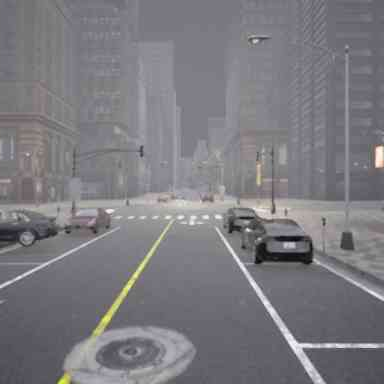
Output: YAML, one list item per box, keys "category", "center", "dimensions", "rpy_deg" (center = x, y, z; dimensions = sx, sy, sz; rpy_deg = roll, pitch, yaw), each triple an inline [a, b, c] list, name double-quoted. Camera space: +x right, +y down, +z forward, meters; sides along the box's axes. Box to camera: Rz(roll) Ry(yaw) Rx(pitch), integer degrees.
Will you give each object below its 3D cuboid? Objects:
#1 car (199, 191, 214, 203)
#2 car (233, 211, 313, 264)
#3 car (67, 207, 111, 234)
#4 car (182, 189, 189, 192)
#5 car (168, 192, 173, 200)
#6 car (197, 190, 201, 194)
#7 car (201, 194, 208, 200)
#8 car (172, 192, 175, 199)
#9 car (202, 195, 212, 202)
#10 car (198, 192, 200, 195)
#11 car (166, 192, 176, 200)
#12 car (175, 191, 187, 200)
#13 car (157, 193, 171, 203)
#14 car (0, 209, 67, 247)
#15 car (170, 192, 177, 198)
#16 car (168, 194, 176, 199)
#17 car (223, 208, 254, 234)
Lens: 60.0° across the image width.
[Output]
- category: "car"
  center: [3.010, 1.069, 62.199]
  dimensions: [2.192, 1.841, 5.009]
  rpy_deg: [0, 0, 0]
- category: "car"
  center: [2.763, 1.545, 11.515]
  dimensions: [1.947, 1.339, 4.313]
  rpy_deg: [0, 0, 0]
- category: "car"
  center: [-5.764, 1.540, 18.884]
  dimensions: [1.802, 1.307, 4.206]
  rpy_deg: [0, 0, 0]
- category: "car"
  center: [-2.569, 0.869, 93.435]
  dimensions: [2.097, 1.767, 4.553]
  rpy_deg: [0, 1, 0]
- category: "car"
  center: [-5.483, 1.271, 67.791]
  dimensions: [2.008, 1.369, 4.403]
  rpy_deg: [0, 0, 0]
- category: "car"
  center: [3.216, 0.952, 95.444]
  dimensions: [1.967, 1.590, 4.097]
  rpy_deg: [1, 1, 0]
- category: "car"
  center: [3.147, 1.130, 84.533]
  dimensions: [1.752, 1.417, 4.829]
  rpy_deg: [1, 0, 0]
- category: "car"
  center: [-5.448, 1.230, 73.331]
  dimensions: [1.887, 1.381, 4.507]
  rpy_deg: [0, 0, 0]
- category: "car"
  center: [3.043, 1.265, 67.740]
  dimensions: [1.887, 1.381, 4.507]
  rpy_deg: [0, 0, 0]
- category: "car"
  center: [3.111, 1.214, 78.822]
  dimensions: [1.947, 1.339, 4.313]
  rpy_deg: [1, 0, 0]
- category: "car"
  center: [-5.377, 0.921, 84.410]
  dimensions: [2.192, 1.841, 5.009]
  rpy_deg: [1, 0, 0]
- category: "car"
  center: [-2.664, 1.181, 77.761]
  dimensions: [2.128, 1.511, 4.902]
  rpy_deg: [0, 0, 0]
- category: "car"
  center: [-5.516, 1.298, 62.251]
  dimensions: [1.887, 1.381, 4.507]
  rpy_deg: [0, 0, 0]
- category: "car"
  center: [-7.500, 1.363, 12.959]
  dimensions: [4.403, 1.369, 2.008]
  rpy_deg: [-1, 1, -9]
- category: "car"
  center: [-5.310, 0.952, 95.492]
  dimensions: [1.967, 1.590, 4.097]
  rpy_deg: [1, 1, 0]
- category: "car"
  center: [-5.345, 1.143, 89.952]
  dimensions: [1.802, 1.307, 4.206]
  rpy_deg: [1, 0, 0]
- category: "car"
  center: [2.762, 1.524, 18.881]
  dimensions: [1.947, 1.339, 4.313]
  rpy_deg: [0, 0, 0]
